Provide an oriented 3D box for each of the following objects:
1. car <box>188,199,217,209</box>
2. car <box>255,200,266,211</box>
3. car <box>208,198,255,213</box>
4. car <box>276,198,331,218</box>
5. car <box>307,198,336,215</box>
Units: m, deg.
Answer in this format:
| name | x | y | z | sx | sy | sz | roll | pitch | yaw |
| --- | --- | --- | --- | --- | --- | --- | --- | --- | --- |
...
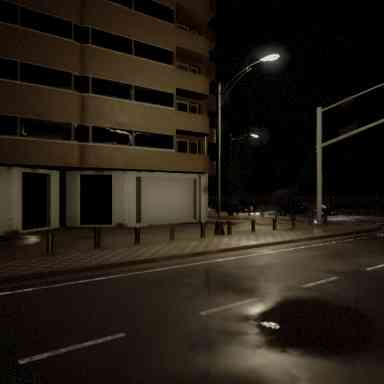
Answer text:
| name | x | y | z | sx | sy | sz | roll | pitch | yaw |
| --- | --- | --- | --- | --- | --- | --- | --- | --- | --- |
| car | 1.472 | 1.656 | 48.691 | 1.895 | 1.301 | 4.718 | 0 | 0 | -36 |
| car | 6.946 | 1.560 | 41.091 | 1.837 | 1.490 | 4.892 | 0 | 0 | -36 |
| car | 4.388 | 1.603 | 38.653 | 2.033 | 1.411 | 5.357 | 0 | 0 | -36 |
| car | 10.013 | 1.581 | 30.886 | 1.812 | 1.442 | 4.674 | 0 | 0 | -37 |
| car | 12.192 | 1.407 | 33.819 | 2.097 | 1.767 | 4.553 | 0 | 0 | -36 |
